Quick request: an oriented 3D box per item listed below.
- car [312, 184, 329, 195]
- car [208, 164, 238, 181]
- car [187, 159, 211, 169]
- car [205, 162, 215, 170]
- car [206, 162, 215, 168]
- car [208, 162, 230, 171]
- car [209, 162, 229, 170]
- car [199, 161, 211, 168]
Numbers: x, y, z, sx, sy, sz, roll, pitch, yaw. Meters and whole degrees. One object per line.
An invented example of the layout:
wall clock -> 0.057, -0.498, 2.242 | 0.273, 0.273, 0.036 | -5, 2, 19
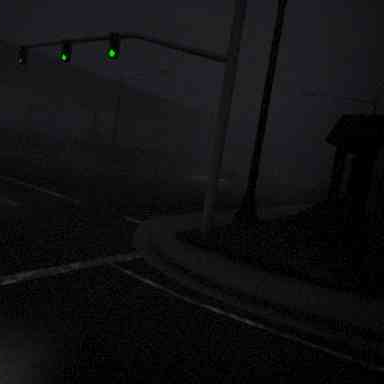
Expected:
car -> 17.842, -0.393, 45.257 | 1.994, 1.385, 4.181 | 13, 7, 36
car -> 4.490, -2.444, 44.719 | 1.837, 1.490, 4.892 | 13, 8, 36
car -> 1.546, -6.291, 75.397 | 4.974, 1.542, 2.038 | 7, 6, -10
car -> 4.295, -6.282, 79.095 | 2.038, 1.542, 4.974 | 9, 6, 0
car -> 4.319, -6.442, 79.129 | 1.853, 1.218, 4.536 | 9, 6, 0
car -> 6.885, -6.413, 83.859 | 4.974, 1.542, 2.038 | 6, 7, -25
car -> 6.862, -6.572, 83.820 | 4.536, 1.218, 1.853 | 6, 7, -25
car -> 1.519, -6.452, 75.370 | 4.536, 1.218, 1.853 | 7, 6, -10
